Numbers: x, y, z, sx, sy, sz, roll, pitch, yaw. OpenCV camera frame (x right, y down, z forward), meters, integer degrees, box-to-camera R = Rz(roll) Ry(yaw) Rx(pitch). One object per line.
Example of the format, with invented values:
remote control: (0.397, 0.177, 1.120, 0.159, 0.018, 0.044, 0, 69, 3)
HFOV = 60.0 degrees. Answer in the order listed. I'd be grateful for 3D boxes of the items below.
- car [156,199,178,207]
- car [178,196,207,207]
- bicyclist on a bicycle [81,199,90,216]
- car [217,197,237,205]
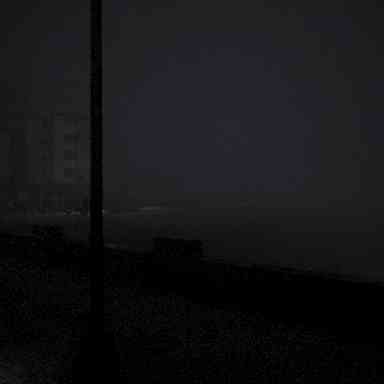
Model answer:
car: (-3.682, 1.746, 54.284, 1.895, 1.301, 4.718, 0, 0, 36)
car: (0.469, 1.478, 53.032, 2.097, 1.767, 4.553, 0, 0, 36)
bicyclist on a bicycle: (-9.891, 1.461, 31.272, 1.656, 1.620, 0.582, -1, 0, 36)
car: (6.538, 1.616, 61.573, 2.128, 1.511, 4.902, 0, 0, 36)
